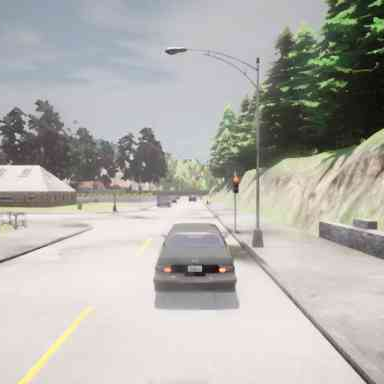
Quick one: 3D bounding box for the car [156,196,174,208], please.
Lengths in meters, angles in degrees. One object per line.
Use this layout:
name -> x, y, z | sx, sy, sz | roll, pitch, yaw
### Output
car -> -4.005, 1.489, 47.694 | 1.837, 1.490, 4.892 | 0, 1, 0

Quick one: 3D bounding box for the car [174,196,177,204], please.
car -> -3.921, 1.473, 64.991 | 2.128, 1.511, 4.902 | 0, 0, 1

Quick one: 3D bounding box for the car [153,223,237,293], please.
car -> 0.075, 1.545, 8.997 | 2.033, 1.411, 5.357 | 0, 0, 0

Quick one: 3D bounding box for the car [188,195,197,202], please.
car -> 0.137, 1.494, 75.751 | 2.128, 1.511, 4.902 | 0, 0, 0

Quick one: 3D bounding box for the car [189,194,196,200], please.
car -> 0.156, 1.383, 86.111 | 1.812, 1.442, 4.674 | 0, 0, 0

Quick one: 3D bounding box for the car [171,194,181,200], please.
car -> -3.854, 1.284, 80.635 | 1.994, 1.385, 4.181 | 0, 0, 0
